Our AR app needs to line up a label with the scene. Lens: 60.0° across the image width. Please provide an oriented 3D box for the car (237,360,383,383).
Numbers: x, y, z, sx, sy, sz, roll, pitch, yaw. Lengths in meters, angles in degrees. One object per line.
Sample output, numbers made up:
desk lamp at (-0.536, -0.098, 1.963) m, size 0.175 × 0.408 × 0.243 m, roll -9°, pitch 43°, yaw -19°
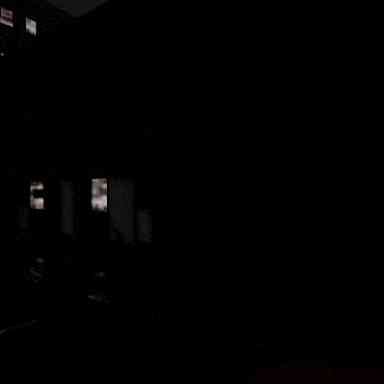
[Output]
car at (2.168, 1.525, 1.328) m, size 4.829 × 1.417 × 1.752 m, roll 0°, pitch 0°, yaw 36°
